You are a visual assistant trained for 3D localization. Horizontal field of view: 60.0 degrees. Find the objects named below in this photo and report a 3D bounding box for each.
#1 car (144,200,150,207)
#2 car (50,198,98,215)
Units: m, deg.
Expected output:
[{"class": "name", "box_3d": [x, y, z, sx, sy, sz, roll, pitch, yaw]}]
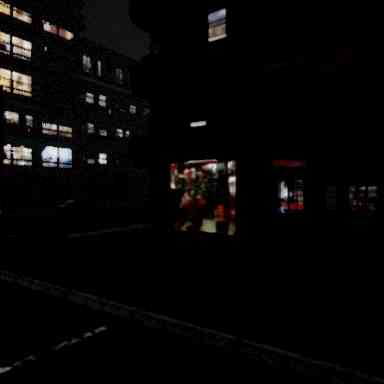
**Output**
[{"class": "car", "box_3d": [-3.640, 1.042, 38.502, 1.947, 1.339, 4.313, 1, 1, 35]}, {"class": "car", "box_3d": [-10.275, 1.224, 29.323, 1.947, 1.339, 4.313, 1, 2, 35]}]
